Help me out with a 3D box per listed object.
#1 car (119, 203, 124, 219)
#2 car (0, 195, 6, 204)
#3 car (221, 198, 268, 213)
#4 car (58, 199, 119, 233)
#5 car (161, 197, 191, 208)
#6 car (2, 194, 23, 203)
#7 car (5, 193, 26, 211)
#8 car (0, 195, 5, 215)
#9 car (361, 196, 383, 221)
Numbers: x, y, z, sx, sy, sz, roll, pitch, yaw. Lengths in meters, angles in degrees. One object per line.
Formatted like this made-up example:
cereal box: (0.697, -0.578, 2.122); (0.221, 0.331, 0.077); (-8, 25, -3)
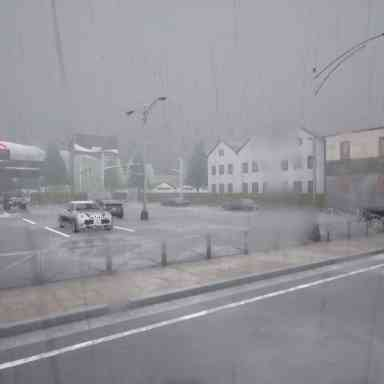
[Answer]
car: (-6.810, 1.313, 25.488); (2.007, 1.523, 4.514); (0, 0, -36)
car: (-39.548, 1.495, 65.854); (4.611, 1.667, 2.242); (0, 0, -36)
car: (5.357, 1.371, 34.819); (2.033, 1.411, 5.357); (0, 0, -35)
car: (-5.683, 1.247, 17.625); (1.970, 1.475, 3.806); (0, 0, -36)
car: (-2.326, 1.370, 45.665); (2.033, 1.411, 5.357); (0, 0, -35)
car: (-39.319, 1.328, 72.983); (3.866, 1.878, 1.905); (0, 0, -36)
car: (-20.193, 1.092, 37.895); (1.905, 1.878, 3.866); (0, 0, -36)
car: (-18.283, 1.113, 29.585); (1.932, 1.855, 4.605); (0, 0, -36)
car: (13.807, 1.175, 22.026); (2.097, 1.767, 4.553); (0, 0, -29)
